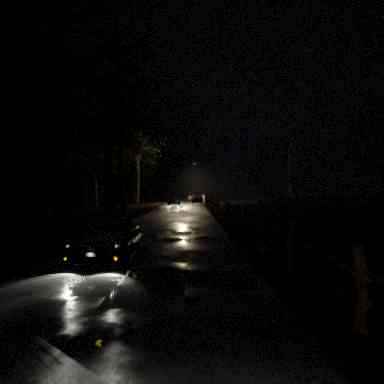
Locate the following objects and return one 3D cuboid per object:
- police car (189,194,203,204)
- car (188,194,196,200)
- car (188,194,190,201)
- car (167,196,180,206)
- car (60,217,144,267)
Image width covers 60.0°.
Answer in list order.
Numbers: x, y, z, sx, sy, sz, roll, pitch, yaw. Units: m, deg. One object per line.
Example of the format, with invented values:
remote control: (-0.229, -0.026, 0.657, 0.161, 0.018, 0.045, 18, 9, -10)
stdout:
police car: (0.957, 1.303, 58.608, 1.930, 1.638, 5.238, 0, 0, 0)
car: (-0.008, 1.428, 94.189, 2.033, 1.411, 5.357, 0, -1, 0)
car: (-0.006, 1.224, 76.376, 1.882, 1.535, 5.008, 0, 0, 0)
car: (-2.828, 1.387, 52.263, 1.837, 1.490, 4.892, 0, 0, 0)
car: (-2.850, 1.561, 11.314, 1.994, 1.385, 4.181, 0, 0, 0)
